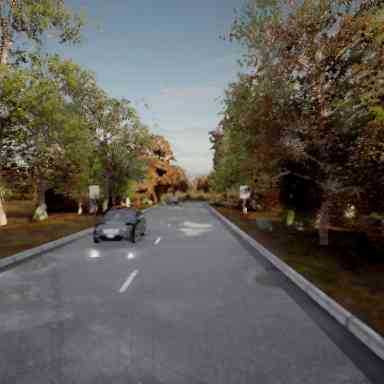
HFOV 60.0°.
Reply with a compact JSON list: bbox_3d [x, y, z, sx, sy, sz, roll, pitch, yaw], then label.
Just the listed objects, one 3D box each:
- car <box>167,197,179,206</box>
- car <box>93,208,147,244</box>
[{"bbox_3d":[-3.248,1.643,58.027,1.837,1.490,4.892,0,0,1],"label":"car"},{"bbox_3d":[-3.336,1.543,16.104,2.128,1.511,4.902,0,0,0],"label":"car"}]
